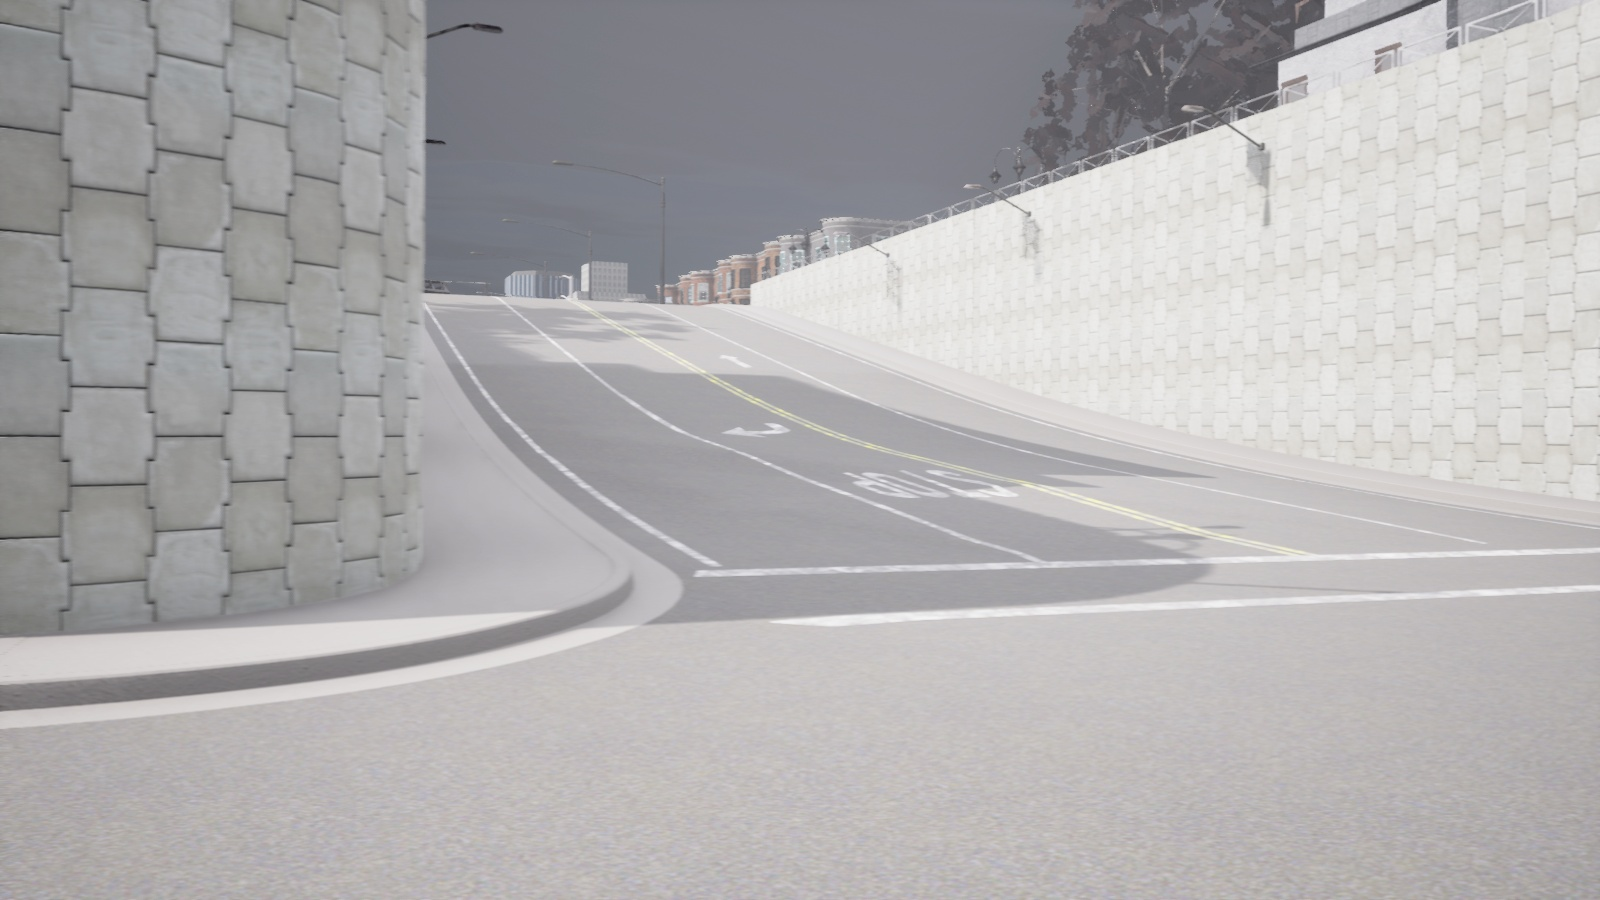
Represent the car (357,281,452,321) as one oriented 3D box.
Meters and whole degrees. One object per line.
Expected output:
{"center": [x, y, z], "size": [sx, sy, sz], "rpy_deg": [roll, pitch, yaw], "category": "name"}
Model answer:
{"center": [-21.864, -8.219, 69.534], "size": [1.932, 1.855, 4.605], "rpy_deg": [4, 4, 42], "category": "car"}
